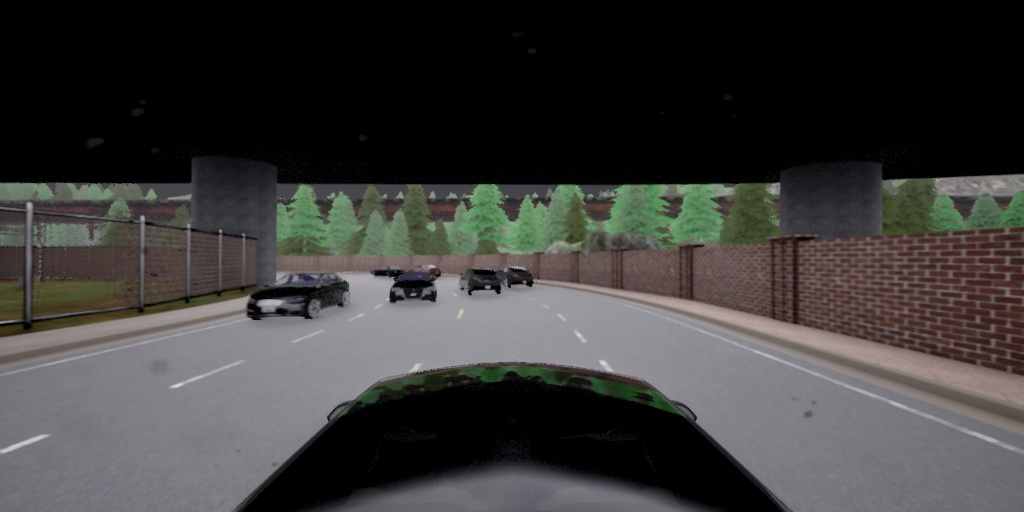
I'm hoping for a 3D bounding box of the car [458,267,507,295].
[{"bbox_3d":[-2.009,1.443,21.561,1.837,1.490,4.892,1,-1,-17],"label":"car"}]

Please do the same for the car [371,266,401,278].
[{"bbox_3d":[-13.056,1.696,38.067,4.718,1.301,1.895,0,-1,41],"label":"car"}]

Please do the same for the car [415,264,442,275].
[{"bbox_3d":[-9.597,1.634,39.502,4.674,1.442,1.812,-1,-1,44],"label":"car"}]

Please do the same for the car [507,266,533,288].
[{"bbox_3d":[-0.080,1.488,26.125,1.837,1.490,4.892,1,0,-22],"label":"car"}]

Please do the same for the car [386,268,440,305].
[{"bbox_3d":[-4.622,1.461,17.153,1.994,1.385,4.181,0,-1,-13],"label":"car"}]

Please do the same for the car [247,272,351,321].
[{"bbox_3d":[-7.493,1.350,13.113,2.128,1.511,4.902,0,-1,-6],"label":"car"}]
